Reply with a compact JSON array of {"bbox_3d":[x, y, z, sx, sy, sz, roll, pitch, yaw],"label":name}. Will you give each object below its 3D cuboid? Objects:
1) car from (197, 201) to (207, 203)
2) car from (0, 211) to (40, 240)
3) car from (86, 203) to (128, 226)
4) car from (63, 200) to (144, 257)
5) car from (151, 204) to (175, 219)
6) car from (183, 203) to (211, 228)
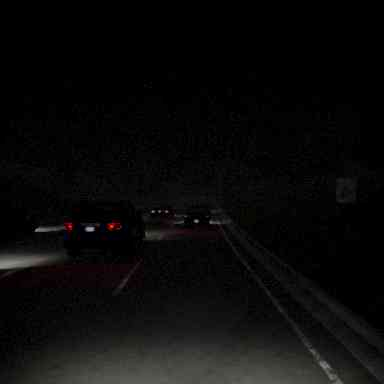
[{"bbox_3d":[1.244,1.891,41.665,1.812,1.442,4.674,0,-1,3],"label":"car"},{"bbox_3d":[-10.297,1.706,17.941,2.033,1.411,5.357,0,-1,1],"label":"car"},{"bbox_3d":[-6.529,1.708,26.195,1.882,1.535,5.008,0,-1,2],"label":"car"},{"bbox_3d":[-3.371,1.342,13.690,2.150,2.045,5.566,0,-1,0],"label":"car"},{"bbox_3d":[-2.759,1.832,32.412,2.033,1.411,5.357,0,-1,3],"label":"car"},{"bbox_3d":[0.382,1.734,23.758,1.812,1.442,4.674,0,0,2],"label":"car"}]
